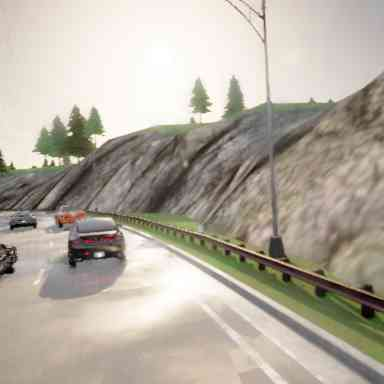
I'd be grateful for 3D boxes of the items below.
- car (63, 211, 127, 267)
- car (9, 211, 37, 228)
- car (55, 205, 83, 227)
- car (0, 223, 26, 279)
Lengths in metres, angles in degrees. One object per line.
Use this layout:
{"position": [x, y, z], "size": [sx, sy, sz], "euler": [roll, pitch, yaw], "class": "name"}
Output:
{"position": [-3.635, 1.691, 12.451], "size": [1.837, 1.490, 4.892], "euler": [-3, 0, -19], "class": "car"}
{"position": [-13.956, 2.288, 27.494], "size": [1.994, 1.385, 4.181], "euler": [-3, 0, -27], "class": "car"}
{"position": [-10.227, 1.878, 27.863], "size": [2.097, 1.767, 4.553], "euler": [-3, 0, -26], "class": "car"}
{"position": [-5.956, 1.858, 8.588], "size": [2.033, 1.411, 5.357], "euler": [-3, 0, -18], "class": "car"}
